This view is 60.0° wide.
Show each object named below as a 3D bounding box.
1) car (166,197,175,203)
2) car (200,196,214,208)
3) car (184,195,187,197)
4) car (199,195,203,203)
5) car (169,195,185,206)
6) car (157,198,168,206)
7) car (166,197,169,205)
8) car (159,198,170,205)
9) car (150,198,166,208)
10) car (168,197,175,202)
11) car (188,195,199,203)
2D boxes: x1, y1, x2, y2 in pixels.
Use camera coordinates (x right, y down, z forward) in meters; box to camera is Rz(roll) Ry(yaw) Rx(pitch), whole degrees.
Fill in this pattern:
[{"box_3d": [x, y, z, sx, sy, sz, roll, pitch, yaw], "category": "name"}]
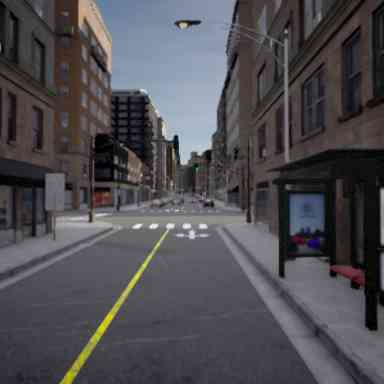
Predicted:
[{"box_3d": [-5.756, 2.076, 88.060, 2.008, 1.369, 4.403, 1, 0, 0], "category": "car"}, {"box_3d": [2.721, 1.863, 54.531, 1.887, 1.381, 4.507, 1, 0, 0], "category": "car"}, {"box_3d": [-2.911, 1.698, 79.166, 2.150, 2.045, 5.566, 0, 0, 0], "category": "car"}, {"box_3d": [2.771, 2.074, 82.459, 1.802, 1.307, 4.206, 1, 0, 0], "category": "car"}, {"box_3d": [-2.960, 1.871, 63.729, 2.128, 1.511, 4.902, 0, 0, 1], "category": "car"}, {"box_3d": [-5.802, 1.915, 65.547, 1.752, 1.417, 4.829, 1, 0, 0], "category": "car"}, {"box_3d": [-5.813, 1.921, 60.131, 1.947, 1.339, 4.313, 1, 0, 0], "category": "car"}, {"box_3d": [-5.790, 1.976, 71.303, 2.008, 1.369, 4.403, 1, 0, 0], "category": "car"}, {"box_3d": [-5.824, 1.902, 54.545, 1.802, 1.307, 4.206, 1, 0, 0], "category": "car"}, {"box_3d": [-5.745, 2.123, 93.645, 1.947, 1.339, 4.313, 1, 0, 0], "category": "car"}, {"box_3d": [0.093, 2.073, 81.324, 1.895, 1.301, 4.718, 0, 0, 0], "category": "car"}]
